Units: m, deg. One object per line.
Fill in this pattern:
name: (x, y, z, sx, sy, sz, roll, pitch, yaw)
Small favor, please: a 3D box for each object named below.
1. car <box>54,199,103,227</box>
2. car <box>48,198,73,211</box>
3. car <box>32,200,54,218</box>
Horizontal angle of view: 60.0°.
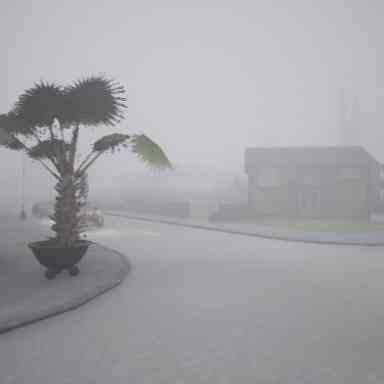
car: (-7.648, 1.417, 22.653, 2.097, 1.767, 4.553, 1, 0, -34)
car: (-17.145, 1.582, 43.180, 1.882, 1.535, 5.008, 1, -1, -35)
car: (-13.477, 1.556, 30.839, 2.128, 1.511, 4.902, 1, 0, -35)
